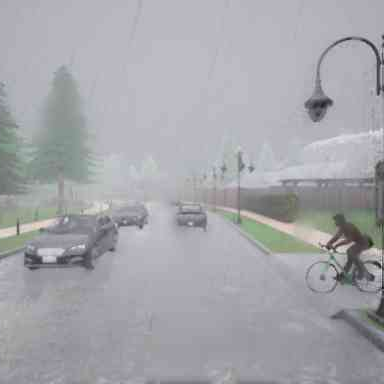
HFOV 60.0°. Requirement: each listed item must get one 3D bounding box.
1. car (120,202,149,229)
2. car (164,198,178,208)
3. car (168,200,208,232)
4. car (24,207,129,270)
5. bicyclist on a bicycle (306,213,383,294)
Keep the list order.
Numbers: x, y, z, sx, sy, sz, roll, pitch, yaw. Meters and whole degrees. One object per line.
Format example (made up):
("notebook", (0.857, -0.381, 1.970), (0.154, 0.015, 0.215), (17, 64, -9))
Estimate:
("car", (-3.860, 1.458, 21.382), (1.837, 1.490, 4.892), (0, 0, -1))
("car", (-2.748, 1.493, 45.676), (1.895, 1.301, 4.718), (0, 0, -12))
("car", (-0.093, 1.443, 19.751), (2.128, 1.511, 4.902), (0, 0, -1))
("car", (-3.710, 1.470, 11.045), (2.128, 1.511, 4.902), (0, 0, -1))
("bicyclist on a bicycle", (3.103, 1.258, 6.689), (1.656, 1.620, 0.582), (0, 0, -1))
